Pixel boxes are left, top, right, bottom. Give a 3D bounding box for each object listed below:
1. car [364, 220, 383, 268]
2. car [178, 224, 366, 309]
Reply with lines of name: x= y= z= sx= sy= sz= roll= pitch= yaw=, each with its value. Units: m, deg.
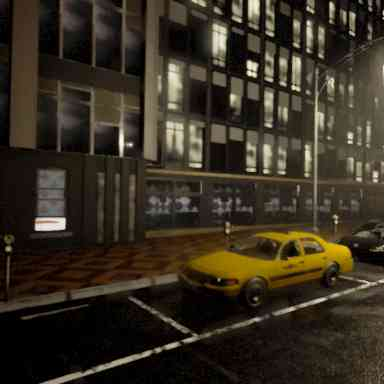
car: x=6.613 y=1.644 z=11.267 sx=4.313 sy=1.339 sz=1.947 roll=0 pitch=1 yaw=-35
car: x=1.960 y=1.566 z=7.945 sx=4.829 sy=1.417 sz=1.752 roll=0 pitch=1 yaw=-35
